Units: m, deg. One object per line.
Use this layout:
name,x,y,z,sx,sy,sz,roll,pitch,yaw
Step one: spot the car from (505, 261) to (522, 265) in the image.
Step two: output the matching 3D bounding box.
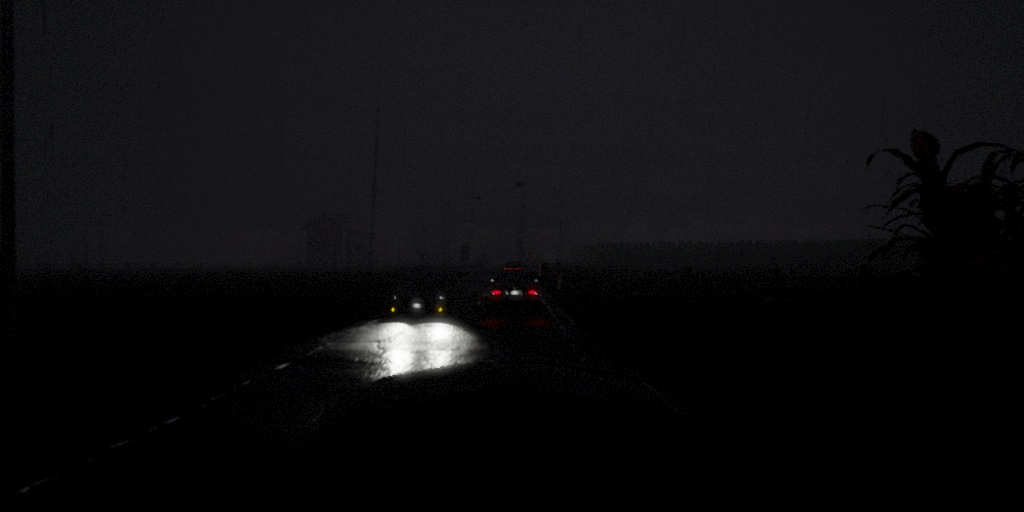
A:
car,0.105,1.180,30.860,1.837,1.490,4.892,0,0,0

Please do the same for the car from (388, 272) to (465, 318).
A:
car,-2.841,1.284,12.677,1.994,1.385,4.181,0,0,0

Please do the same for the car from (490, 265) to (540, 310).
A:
car,0.101,1.263,14.398,2.033,1.411,5.357,0,0,0
